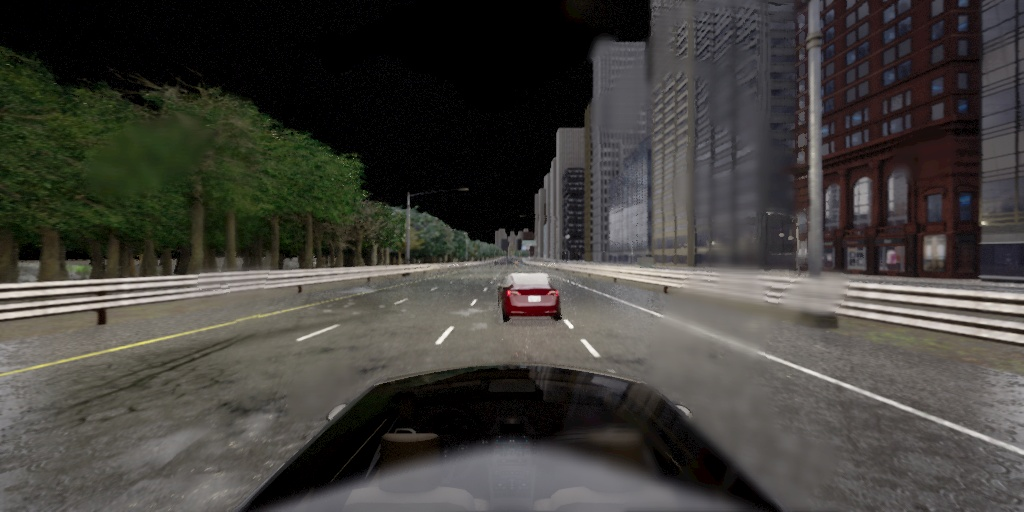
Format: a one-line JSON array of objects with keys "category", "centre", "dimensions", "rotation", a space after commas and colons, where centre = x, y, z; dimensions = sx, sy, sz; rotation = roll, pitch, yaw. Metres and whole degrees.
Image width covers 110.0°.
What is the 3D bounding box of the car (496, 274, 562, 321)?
[{"category": "car", "centre": [0.517, 1.366, 13.191], "dimensions": [2.163, 1.488, 4.792], "rotation": [0, -1, -4]}]
